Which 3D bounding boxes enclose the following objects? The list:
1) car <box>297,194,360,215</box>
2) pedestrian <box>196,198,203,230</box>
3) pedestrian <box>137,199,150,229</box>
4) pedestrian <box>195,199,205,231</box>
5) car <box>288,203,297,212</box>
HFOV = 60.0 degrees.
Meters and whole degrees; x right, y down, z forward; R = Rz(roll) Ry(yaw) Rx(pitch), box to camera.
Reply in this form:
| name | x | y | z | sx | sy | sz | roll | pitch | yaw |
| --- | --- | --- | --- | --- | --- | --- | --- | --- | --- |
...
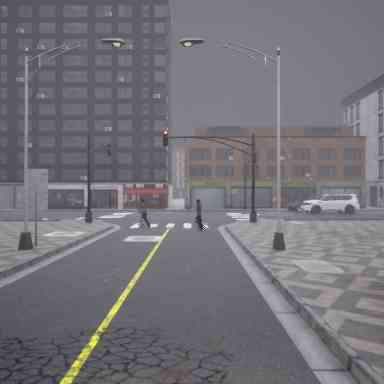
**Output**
| name | x | y | z | sx | sy | sz | roll | pitch | yaw |
| --- | --- | --- | --- | --- | --- | --- | --- | --- | --- |
| car | 14.024 | 1.217 | 33.860 | 5.566 | 2.045 | 2.150 | 0 | -1 | 1 |
| pedestrian | 0.436 | 1.301 | 19.589 | 0.375 | 1.860 | 0.375 | 0 | 0 | 0 |
| pedestrian | -2.931 | 1.301 | 20.116 | 0.375 | 1.860 | 0.375 | 0 | 0 | 0 |
| pedestrian | 0.418 | 1.301 | 18.905 | 0.375 | 1.860 | 0.375 | 0 | 0 | 0 |
| car | 13.257 | 1.501 | 37.128 | 5.008 | 1.535 | 1.882 | 0 | 0 | 0 |
